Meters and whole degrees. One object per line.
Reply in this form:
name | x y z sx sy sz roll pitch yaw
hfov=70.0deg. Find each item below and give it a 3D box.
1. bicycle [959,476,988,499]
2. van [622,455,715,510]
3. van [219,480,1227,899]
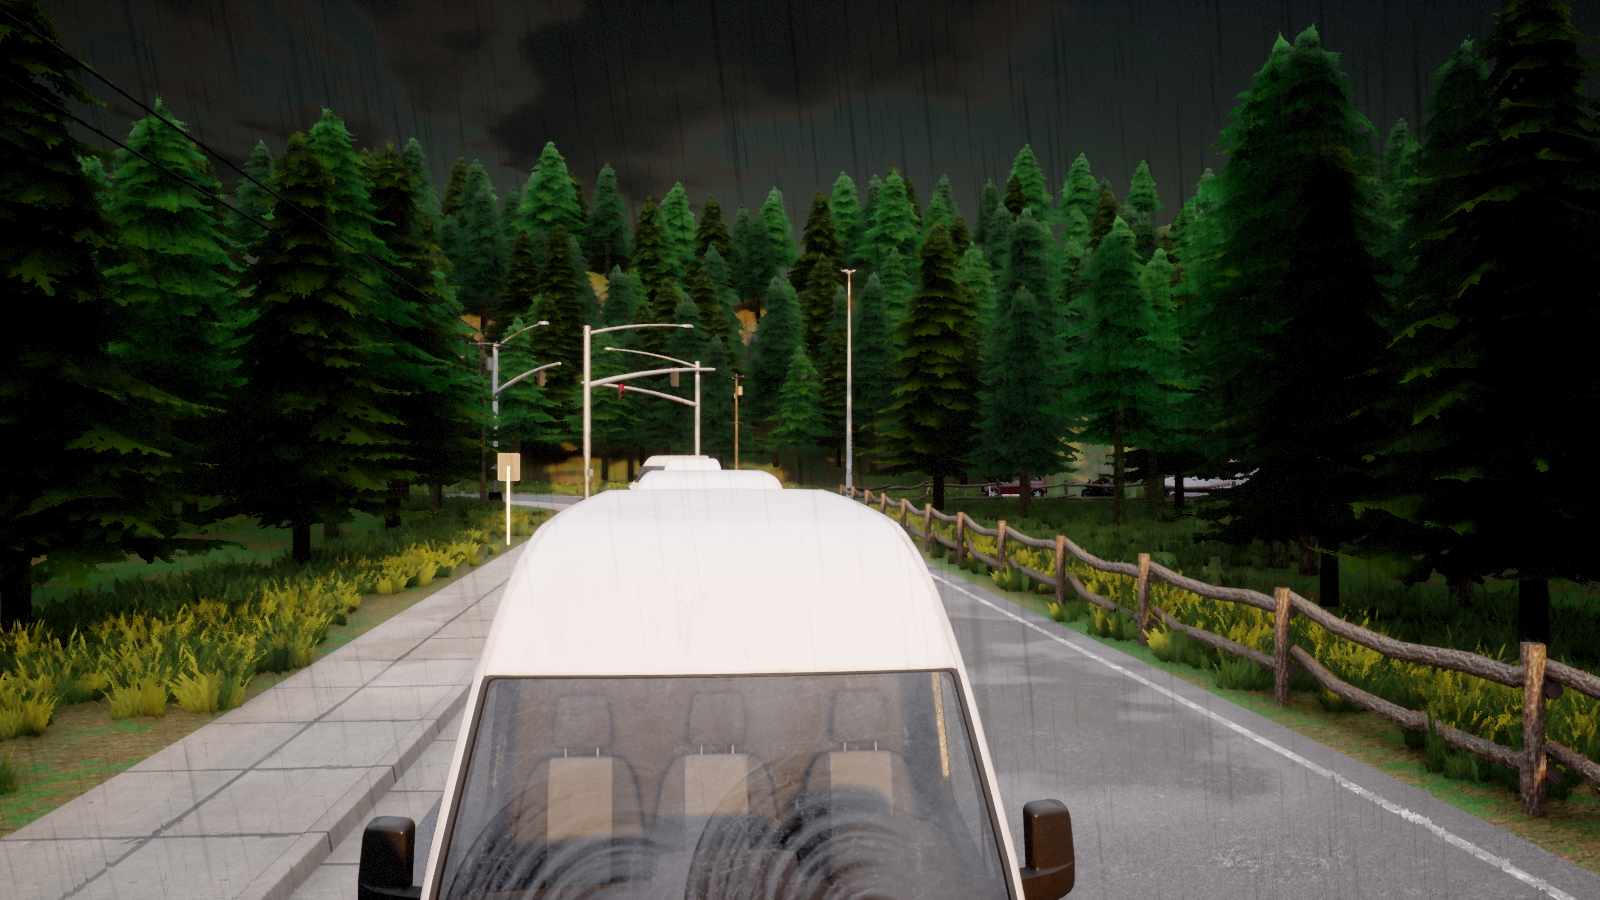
bicycle | 9.912 2.158 65.252 1.487 1.276 0.859 0 0 -6
van | -6.344 1.515 56.009 1.988 2.561 5.915 0 0 22
van | -0.357 1.499 5.207 1.988 2.561 5.915 0 0 -5
